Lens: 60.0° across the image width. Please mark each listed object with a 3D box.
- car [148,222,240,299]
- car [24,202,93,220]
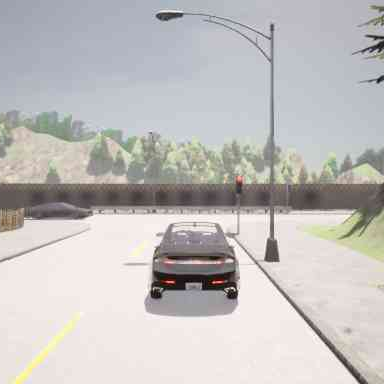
[{"bbox_3d":[0.067,1.491,8.427,2.128,1.511,4.902,0,0,1],"label":"car"},{"bbox_3d":[-10.924,1.547,27.212,5.357,1.411,2.033,0,0,0],"label":"car"}]
